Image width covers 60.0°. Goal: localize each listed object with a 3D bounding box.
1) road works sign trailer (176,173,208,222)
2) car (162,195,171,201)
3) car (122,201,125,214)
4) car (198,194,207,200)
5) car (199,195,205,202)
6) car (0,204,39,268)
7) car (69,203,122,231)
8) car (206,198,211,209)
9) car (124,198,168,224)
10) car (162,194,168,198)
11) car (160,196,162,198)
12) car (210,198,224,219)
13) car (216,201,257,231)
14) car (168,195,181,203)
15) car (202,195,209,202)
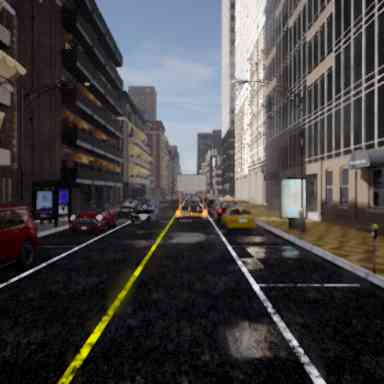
[{"bbox_3d":[-0.019,0.380,25.415,2.380,3.560,2.880,0,0,0],"label":"road works sign trailer"},{"bbox_3d":[-5.750,1.354,76.092,1.802,1.307,4.206,0,0,0],"label":"car"},{"bbox_3d":[-5.715,1.448,30.904,2.008,1.369,4.403,0,0,0],"label":"car"},{"bbox_3d":[2.625,1.310,81.748,2.008,1.369,4.403,0,0,0],"label":"car"},{"bbox_3d":[2.634,1.332,70.450,1.887,1.381,4.507,0,0,0],"label":"car"},{"bbox_3d":[-5.697,1.287,8.309,2.192,1.841,5.009,0,0,0],"label":"car"},{"bbox_3d":[-5.706,1.374,19.607,1.967,1.590,4.097,0,0,0],"label":"car"},{"bbox_3d":[2.665,1.449,30.911,2.008,1.369,4.403,0,0,0],"label":"car"},{"bbox_3d":[-3.118,1.412,23.751,2.128,1.511,4.902,0,0,0],"label":"car"},{"bbox_3d":[-5.746,1.227,70.443,1.967,1.590,4.097,0,0,0],"label":"car"},{"bbox_3d":[-5.728,1.373,47.680,1.752,1.417,4.829,0,0,0],"label":"car"},{"bbox_3d":[2.671,1.356,25.261,1.967,1.590,4.097,0,0,0],"label":"car"},{"bbox_3d":[2.675,1.459,19.784,1.752,1.417,4.829,0,0,0],"label":"car"},{"bbox_3d":[-3.058,1.353,65.469,2.033,1.411,5.357,0,0,0],"label":"car"},{"bbox_3d":[2.657,1.430,42.208,1.947,1.339,4.313,0,0,0],"label":"car"}]
